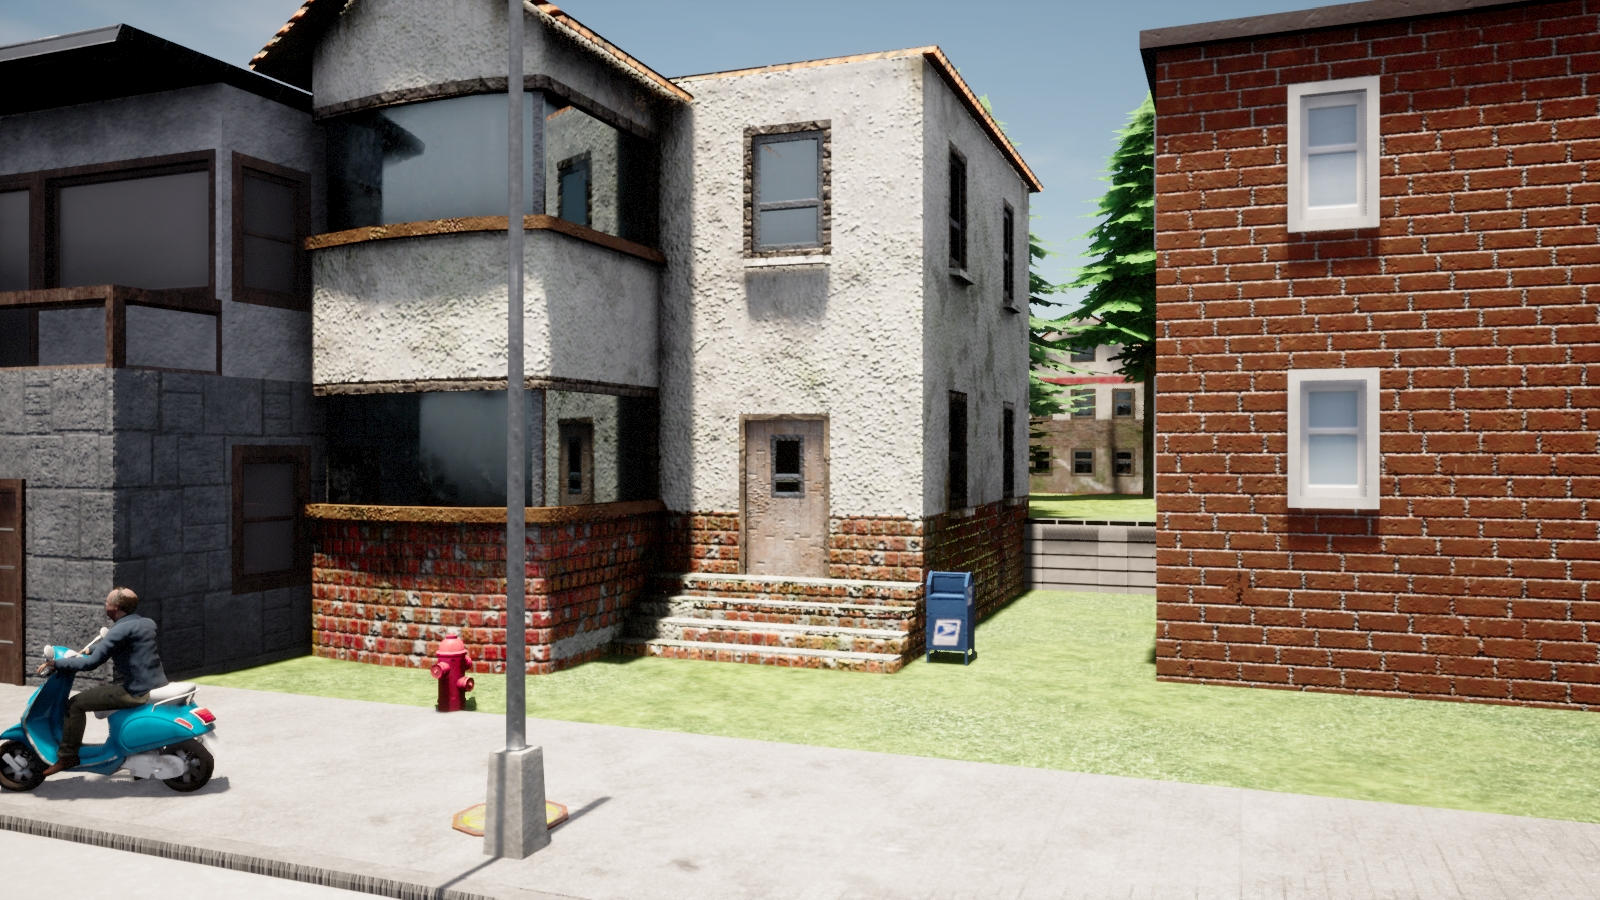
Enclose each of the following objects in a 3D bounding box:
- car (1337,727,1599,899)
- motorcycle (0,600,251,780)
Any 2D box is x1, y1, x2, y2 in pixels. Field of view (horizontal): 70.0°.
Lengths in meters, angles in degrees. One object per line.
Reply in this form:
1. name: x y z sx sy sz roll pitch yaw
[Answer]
1. car: 3.378 1.810 2.698 3.705 1.549 1.789 1 0 21
2. motorcycle: -5.442 1.858 9.019 1.805 1.236 0.856 0 0 1
